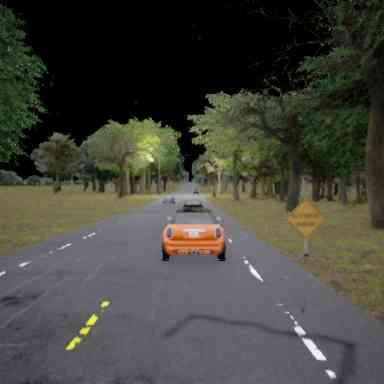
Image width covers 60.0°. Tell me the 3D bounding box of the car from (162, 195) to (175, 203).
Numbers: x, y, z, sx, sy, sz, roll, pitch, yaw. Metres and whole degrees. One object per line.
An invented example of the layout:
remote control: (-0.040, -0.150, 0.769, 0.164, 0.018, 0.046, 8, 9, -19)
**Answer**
car: (-3.561, 1.183, 51.560, 1.812, 1.442, 4.674, 0, 0, 0)

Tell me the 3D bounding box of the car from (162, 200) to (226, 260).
car: (0.073, 1.359, 12.645, 2.097, 1.767, 4.553, 0, 0, 0)

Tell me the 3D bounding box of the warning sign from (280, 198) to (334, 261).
warning sign: (3.555, 1.129, 10.408, 1.300, 1.860, 1.060, 0, 0, 0)

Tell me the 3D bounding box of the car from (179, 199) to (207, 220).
car: (0.078, 1.391, 27.853, 2.128, 1.511, 4.902, 0, 1, 0)
